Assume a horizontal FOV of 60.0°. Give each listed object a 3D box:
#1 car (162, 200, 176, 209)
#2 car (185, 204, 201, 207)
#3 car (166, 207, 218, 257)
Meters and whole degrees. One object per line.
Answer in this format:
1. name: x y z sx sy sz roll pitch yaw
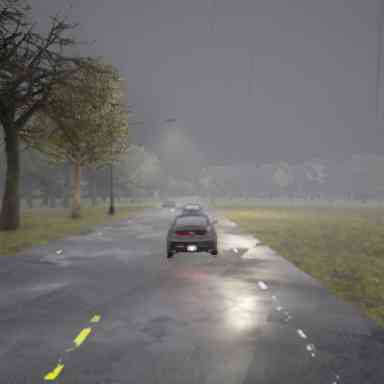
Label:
1. car: -3.500 1.864 50.927 1.994 1.385 4.181 0 0 0
2. car: 0.048 1.725 28.838 1.812 1.442 4.674 0 0 0
3. car: 0.008 1.608 13.453 1.837 1.490 4.892 -1 0 0
